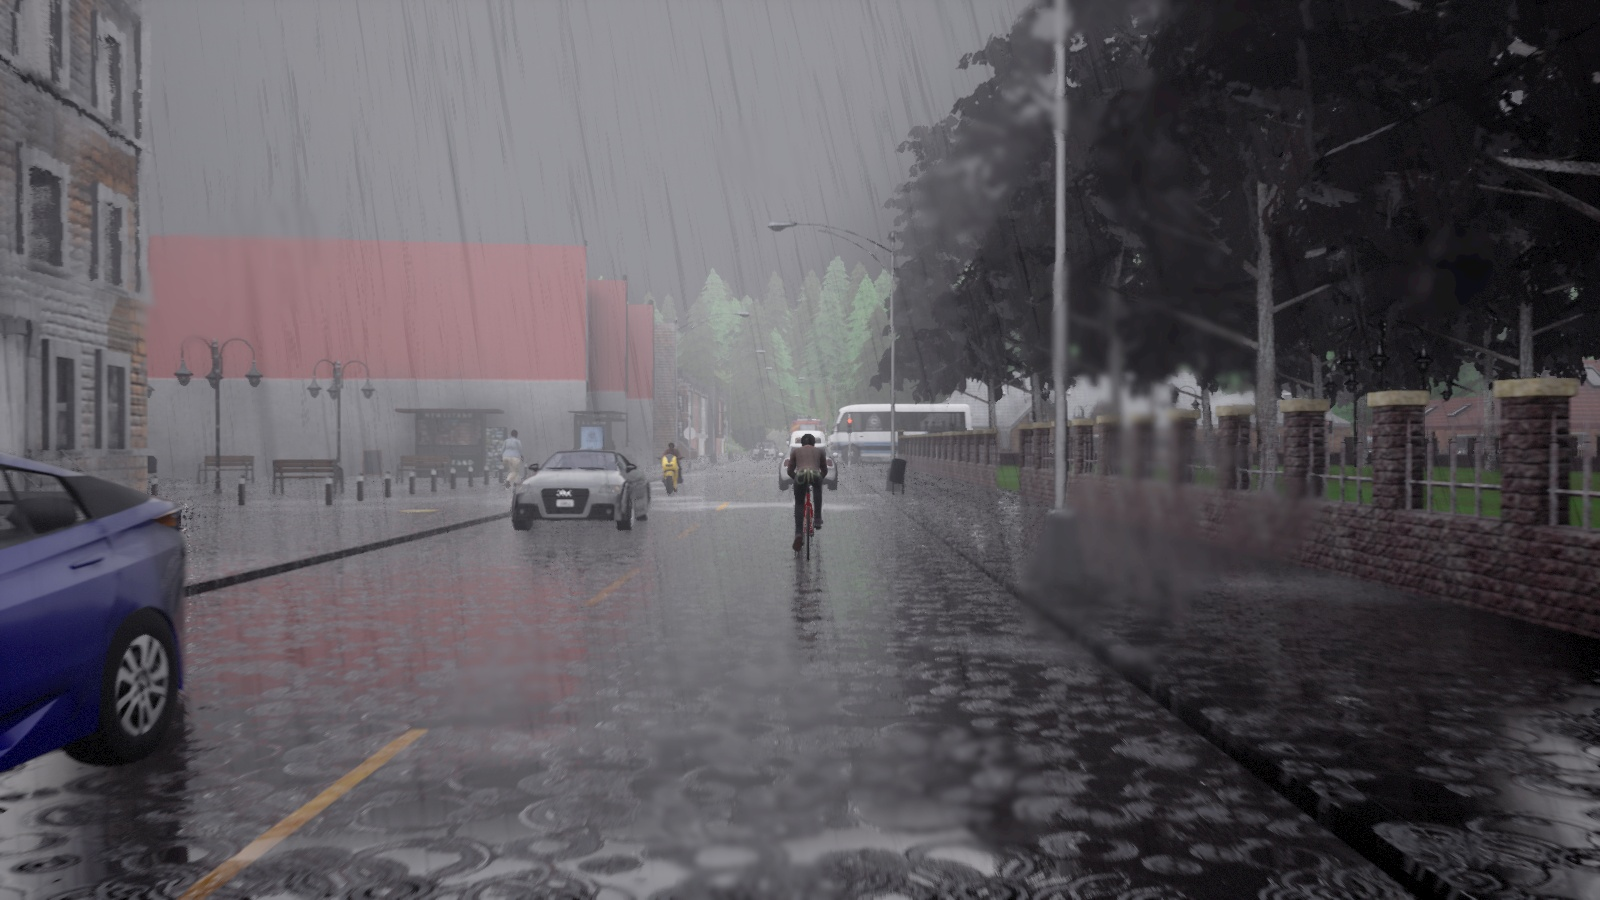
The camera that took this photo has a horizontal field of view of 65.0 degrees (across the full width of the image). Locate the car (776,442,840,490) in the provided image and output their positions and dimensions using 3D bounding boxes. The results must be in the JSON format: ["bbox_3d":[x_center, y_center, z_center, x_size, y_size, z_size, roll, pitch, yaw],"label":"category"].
[{"bbox_3d":[0.264,0.482,40.866,1.970,1.475,3.806,0,0,0],"label":"car"}]

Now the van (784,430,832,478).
[{"bbox_3d":[0.371,0.153,56.321,2.069,2.038,4.480,0,0,1],"label":"van"}]

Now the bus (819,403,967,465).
[{"bbox_3d":[6.514,-1.127,89.114,10.273,4.253,3.944,0,1,1],"label":"bus"}]

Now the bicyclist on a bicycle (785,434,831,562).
[{"bbox_3d":[0.109,0.606,16.650,0.582,1.620,1.656,0,0,0],"label":"bicyclist on a bicycle"}]

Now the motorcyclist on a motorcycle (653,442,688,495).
[{"bbox_3d":[-3.764,0.519,36.702,0.797,1.523,2.044,0,0,0],"label":"motorcyclist on a motorcycle"}]

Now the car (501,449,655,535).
[{"bbox_3d":[-3.858,0.680,22.527,1.994,1.385,4.181,0,0,0],"label":"car"}]

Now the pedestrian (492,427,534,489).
[{"bbox_3d":[-8.782,0.232,38.450,0.874,1.855,0.900,0,0,22],"label":"pedestrian"}]

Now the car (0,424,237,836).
[{"bbox_3d":[-3.960,0.666,4.315,2.007,1.525,4.514,0,0,0],"label":"car"}]
